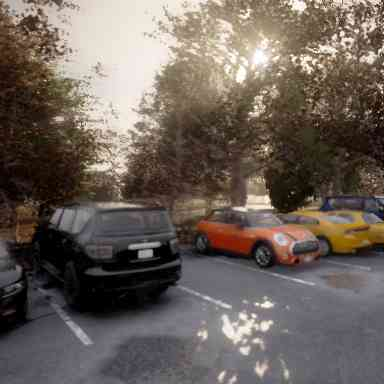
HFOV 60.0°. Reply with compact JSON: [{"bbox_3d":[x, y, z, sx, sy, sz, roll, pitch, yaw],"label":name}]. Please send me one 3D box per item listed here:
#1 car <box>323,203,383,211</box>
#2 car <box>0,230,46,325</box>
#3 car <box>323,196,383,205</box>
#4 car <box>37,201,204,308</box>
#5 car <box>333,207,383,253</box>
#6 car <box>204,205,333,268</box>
[{"bbox_3d":[6.669,1.487,15.043,1.946,1.575,5.366,0,0,-35],"label":"car"},{"bbox_3d":[-4.678,1.479,6.730,2.097,1.535,5.008,1,0,-35],"label":"car"},{"bbox_3d":[9.059,1.228,16.485,2.435,2.045,5.566,0,0,-35],"label":"car"},{"bbox_3d":[-2.419,1.246,8.369,2.435,2.045,5.566,0,0,-35],"label":"car"},{"bbox_3d":[4.412,1.502,13.199,2.097,1.535,5.008,0,0,-35],"label":"car"},{"bbox_3d":[2.122,1.383,11.611,2.185,1.767,4.553,0,0,-35],"label":"car"}]
